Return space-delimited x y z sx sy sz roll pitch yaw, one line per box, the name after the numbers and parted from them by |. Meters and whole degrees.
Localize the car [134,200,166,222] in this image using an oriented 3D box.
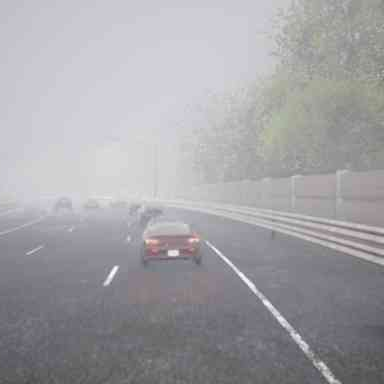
-2.901 1.531 23.803 1.837 1.490 4.892 0 0 -12 | car

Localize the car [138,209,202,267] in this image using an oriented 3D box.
-0.791 1.538 11.536 1.812 1.442 4.674 0 0 -7 | car

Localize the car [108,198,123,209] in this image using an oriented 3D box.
-10.360 1.593 46.339 1.812 1.442 4.674 0 0 -25 | car

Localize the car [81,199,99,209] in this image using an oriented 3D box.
-14.165 1.646 46.196 1.994 1.385 4.181 0 0 -25 | car

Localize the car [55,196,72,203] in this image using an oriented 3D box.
-28.937 1.634 74.826 1.882 1.535 5.008 0 0 -43 | car

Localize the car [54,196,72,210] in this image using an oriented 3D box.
-17.332 1.445 44.700 2.097 1.767 4.553 0 0 -24 | car

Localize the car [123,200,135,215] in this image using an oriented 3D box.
-5.636 1.520 34.217 1.882 1.535 5.008 0 0 -16 | car
